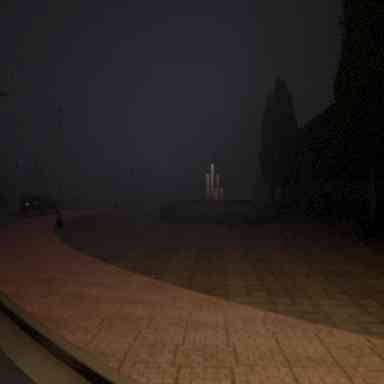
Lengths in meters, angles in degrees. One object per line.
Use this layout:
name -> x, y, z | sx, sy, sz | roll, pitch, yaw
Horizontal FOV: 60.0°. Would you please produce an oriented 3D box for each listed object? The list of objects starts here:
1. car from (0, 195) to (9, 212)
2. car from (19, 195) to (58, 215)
car -> -23.043, 1.302, 37.385 | 2.150, 2.045, 5.566 | 0, -1, 3
car -> -16.018, 1.321, 35.256 | 2.150, 2.045, 5.566 | 0, 0, 2
